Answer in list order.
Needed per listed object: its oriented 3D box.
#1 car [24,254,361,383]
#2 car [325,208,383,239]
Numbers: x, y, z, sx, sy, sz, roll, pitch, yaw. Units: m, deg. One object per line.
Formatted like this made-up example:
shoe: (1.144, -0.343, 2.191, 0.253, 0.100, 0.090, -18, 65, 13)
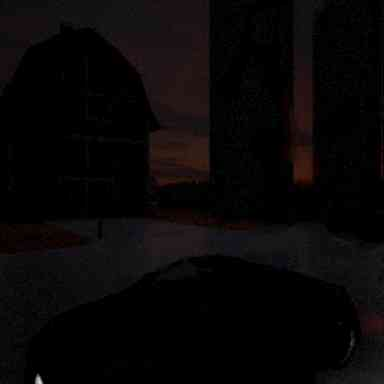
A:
car: (0.241, 1.563, 4.165, 4.181, 1.385, 1.994, 0, 0, -36)
car: (9.151, 1.544, 17.227, 1.994, 1.381, 4.181, 0, 0, -36)
